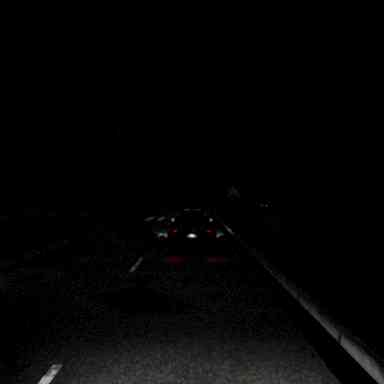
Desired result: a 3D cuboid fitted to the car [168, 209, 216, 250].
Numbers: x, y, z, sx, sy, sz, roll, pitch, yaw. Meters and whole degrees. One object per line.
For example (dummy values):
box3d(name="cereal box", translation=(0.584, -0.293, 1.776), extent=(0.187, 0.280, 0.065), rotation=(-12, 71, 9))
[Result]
box3d(name="car", translation=(0.000, 1.652, 14.655), extent=(1.994, 1.385, 4.181), rotation=(0, 0, 0))

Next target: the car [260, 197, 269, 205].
box3d(name="car", translation=(16.810, 1.906, 72.520), extent=(2.097, 1.767, 4.553), rotation=(-1, -1, 43))

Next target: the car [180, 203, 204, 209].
box3d(name="car", translation=(0.001, 1.683, 29.657), extent=(2.128, 1.511, 4.902), rotation=(0, 0, 0))
